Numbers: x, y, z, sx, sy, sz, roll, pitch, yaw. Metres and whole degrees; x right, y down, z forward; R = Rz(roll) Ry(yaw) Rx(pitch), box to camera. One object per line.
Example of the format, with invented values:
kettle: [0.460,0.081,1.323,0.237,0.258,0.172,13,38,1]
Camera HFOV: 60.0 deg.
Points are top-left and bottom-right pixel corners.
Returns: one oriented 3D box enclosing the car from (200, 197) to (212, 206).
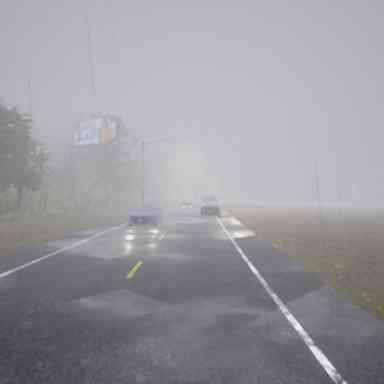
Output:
car: [2.848,1.844,66.915,2.097,1.767,4.553,0,-1,5]

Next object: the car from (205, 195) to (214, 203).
car: [4.406,1.790,83.134,2.150,2.045,5.566,0,-1,6]

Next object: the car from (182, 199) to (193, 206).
car: [-0.776,1.999,65.162,2.033,1.411,5.357,0,-1,5]

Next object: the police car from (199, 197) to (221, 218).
police car: [1.734,1.558,32.212,1.930,1.638,5.238,0,0,2]

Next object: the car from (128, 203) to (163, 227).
car: [-3.204,1.564,23.748,1.882,1.535,5.008,0,0,2]
